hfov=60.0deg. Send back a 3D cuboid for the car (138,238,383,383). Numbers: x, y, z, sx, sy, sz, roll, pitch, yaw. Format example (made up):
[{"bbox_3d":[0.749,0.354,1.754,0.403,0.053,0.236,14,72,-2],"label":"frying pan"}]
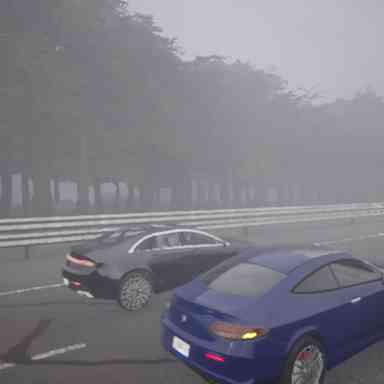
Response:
[{"bbox_3d":[1.749,1.518,4.996,4.674,1.442,1.812,0,0,-36],"label":"car"}]

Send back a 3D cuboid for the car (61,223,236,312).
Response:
[{"bbox_3d":[-0.434,1.485,7.739,4.902,1.511,2.128,0,0,-36],"label":"car"}]
